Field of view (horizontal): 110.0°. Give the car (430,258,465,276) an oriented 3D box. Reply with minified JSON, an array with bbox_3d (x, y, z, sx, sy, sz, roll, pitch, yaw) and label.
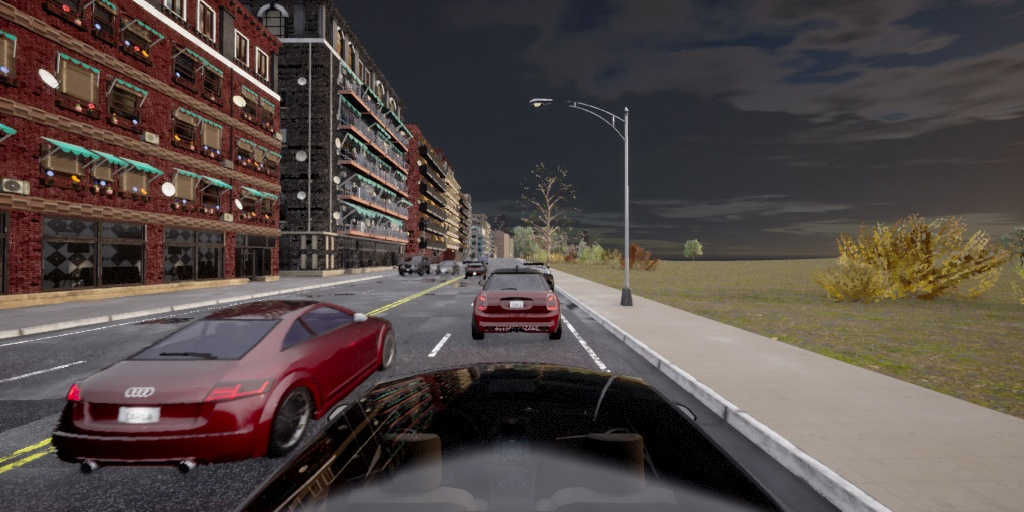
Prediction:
[{"bbox_3d":[-6.527,1.243,36.711,2.128,1.511,4.902,0,0,0],"label":"car"}]

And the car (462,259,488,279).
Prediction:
[{"bbox_3d":[-3.086,1.253,32.246,1.837,1.490,4.892,0,-1,0],"label":"car"}]

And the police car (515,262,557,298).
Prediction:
[{"bbox_3d":[1.174,1.178,19.649,1.930,1.638,5.238,0,0,0],"label":"police car"}]

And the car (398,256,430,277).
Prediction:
[{"bbox_3d":[-9.778,0.973,36.435,2.150,2.045,5.566,0,0,0],"label":"car"}]

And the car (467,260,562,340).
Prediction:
[{"bbox_3d":[0.113,1.103,10.154,2.097,1.767,4.553,0,0,0],"label":"car"}]

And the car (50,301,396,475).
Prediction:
[{"bbox_3d":[-3.146,1.314,5.035,1.994,1.385,4.181,0,0,0],"label":"car"}]
